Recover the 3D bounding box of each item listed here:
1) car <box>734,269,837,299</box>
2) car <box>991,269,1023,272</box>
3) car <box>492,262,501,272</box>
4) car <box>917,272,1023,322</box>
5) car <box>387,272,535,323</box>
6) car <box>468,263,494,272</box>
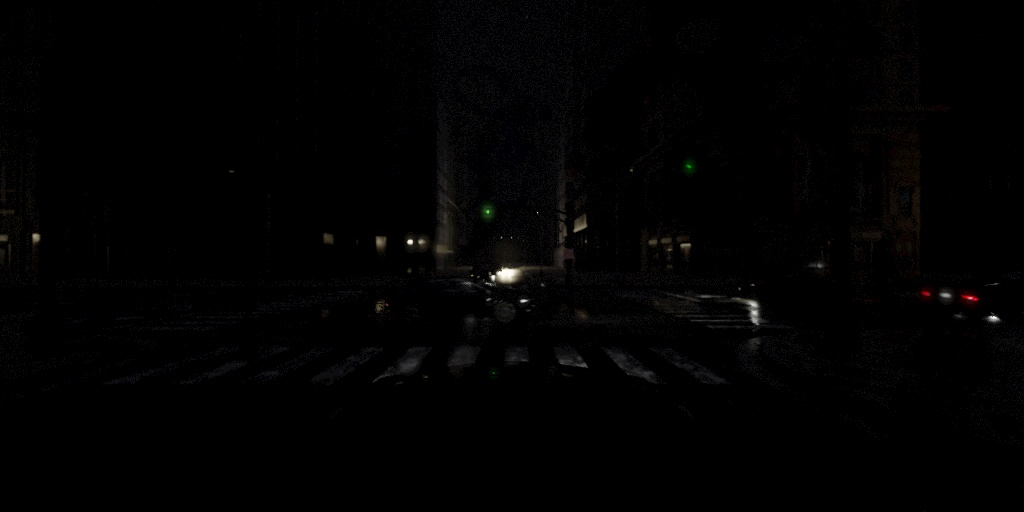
[{"bbox_3d":[14.242,1.429,18.774,4.674,1.442,1.812,0,0,0],"label":"car"},{"bbox_3d":[26.282,1.397,18.780,4.674,1.442,1.812,-1,0,0],"label":"car"},{"bbox_3d":[-2.993,1.858,48.063,2.033,1.411,5.357,0,-1,0],"label":"car"},{"bbox_3d":[17.231,1.394,12.178,5.357,1.411,2.033,0,0,0],"label":"car"},{"bbox_3d":[-1.691,1.435,12.161,4.902,1.511,2.128,0,0,0],"label":"car"},{"bbox_3d":[-3.002,1.646,34.239,1.837,1.490,4.892,0,-1,0],"label":"car"}]
